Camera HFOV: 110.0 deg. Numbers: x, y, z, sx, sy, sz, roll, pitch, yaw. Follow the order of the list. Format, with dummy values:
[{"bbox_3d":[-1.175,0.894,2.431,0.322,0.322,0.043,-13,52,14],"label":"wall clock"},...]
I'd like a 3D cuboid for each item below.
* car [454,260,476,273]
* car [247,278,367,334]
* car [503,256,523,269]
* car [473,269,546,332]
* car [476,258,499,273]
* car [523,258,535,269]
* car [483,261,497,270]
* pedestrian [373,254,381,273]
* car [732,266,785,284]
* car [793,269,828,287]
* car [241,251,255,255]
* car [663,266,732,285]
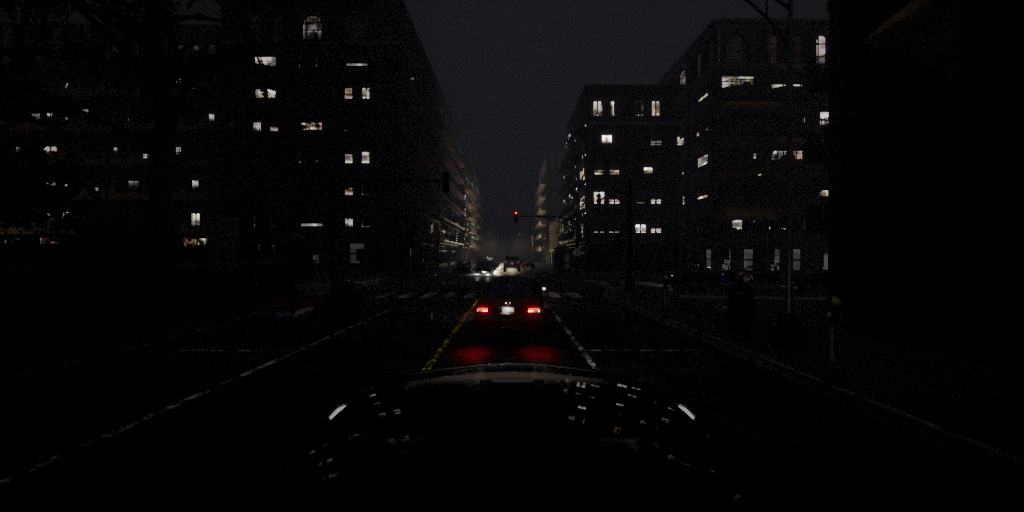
[{"bbox_3d":[-5.810,1.188,43.023,1.967,1.591,4.097,0,0,0],"label":"car"},{"bbox_3d":[-5.713,1.331,10.613,1.802,1.307,4.207,0,0,0],"label":"car"},{"bbox_3d":[-0.026,0.969,48.376,2.150,2.045,5.566,0,0,0],"label":"car"},{"bbox_3d":[0.052,1.297,10.826,2.033,1.411,5.357,0,0,3],"label":"car"},{"bbox_3d":[-3.191,1.296,43.301,2.033,1.411,5.357,0,0,4],"label":"car"},{"bbox_3d":[2.536,1.299,54.320,2.007,1.370,4.403,0,0,0],"label":"car"},{"bbox_3d":[-3.231,1.349,53.251,1.895,1.301,4.718,0,0,0],"label":"car"},{"bbox_3d":[-12.807,0.652,33.995,0.375,1.860,0.375,0,-1,-1],"label":"pedestrian"},{"bbox_3d":[21.293,1.571,31.541,4.097,1.591,1.967,0,0,-1],"label":"car"},{"bbox_3d":[24.905,1.810,29.033,4.718,1.301,1.895,1,0,-1],"label":"car"},{"bbox_3d":[-17.606,0.694,25.187,5.566,2.045,2.150,1,0,-1],"label":"car"},{"bbox_3d":[14.598,1.552,28.877,4.674,1.442,1.812,1,0,-1],"label":"car"}]
